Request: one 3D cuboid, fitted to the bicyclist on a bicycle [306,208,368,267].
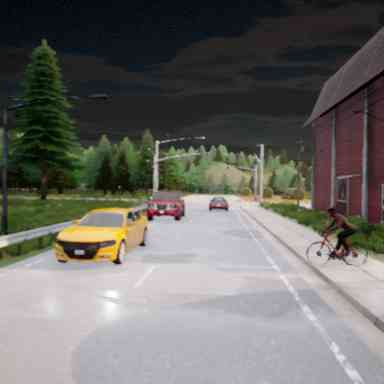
[{"bbox_3d":[3.989,1.258,9.136,1.656,1.620,0.582,1,1,5],"label":"bicyclist on a bicycle"}]

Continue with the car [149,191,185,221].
[{"bbox_3d":[-1.747,0.920,24.283,2.150,2.045,5.566,1,0,5],"label":"car"}]

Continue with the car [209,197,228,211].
[{"bbox_3d":[2.779,1.216,34.638,1.994,1.385,4.181,1,1,5],"label":"car"}]

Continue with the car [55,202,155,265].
[{"bbox_3d":[-2.794,1.304,11.335,1.882,1.535,5.008,1,1,5],"label":"car"}]
